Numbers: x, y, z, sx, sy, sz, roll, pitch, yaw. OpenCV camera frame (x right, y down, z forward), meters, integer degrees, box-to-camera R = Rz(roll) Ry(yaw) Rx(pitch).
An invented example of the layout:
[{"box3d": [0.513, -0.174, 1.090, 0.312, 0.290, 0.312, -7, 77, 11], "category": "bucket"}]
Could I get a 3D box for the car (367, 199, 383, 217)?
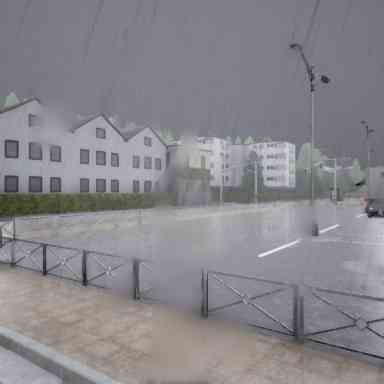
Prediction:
[{"box3d": [15.439, 1.298, 26.800, 2.007, 1.523, 4.514, 0, 0, 35], "category": "car"}]
